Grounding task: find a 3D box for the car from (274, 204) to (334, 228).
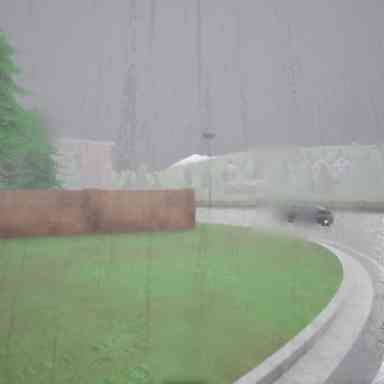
[{"bbox_3d":[7.592,1.612,23.086,1.837,1.490,4.892,2,-1,-19],"label":"car"}]
